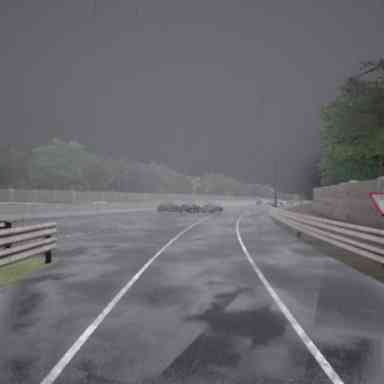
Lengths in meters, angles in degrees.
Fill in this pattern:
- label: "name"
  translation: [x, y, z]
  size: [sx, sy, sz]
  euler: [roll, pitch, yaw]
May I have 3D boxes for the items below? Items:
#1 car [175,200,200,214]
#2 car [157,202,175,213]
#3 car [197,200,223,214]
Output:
- label: "car"
  translation: [-0.217, 2.337, 48.364]
  size: [1.837, 1.490, 4.892]
  euler: [0, -1, 23]
- label: "car"
  translation: [-3.435, 2.343, 49.743]
  size: [1.837, 1.490, 4.892]
  euler: [0, -1, 23]
- label: "car"
  translation: [3.001, 2.317, 46.989]
  size: [2.128, 1.511, 4.902]
  euler: [0, -1, 23]
